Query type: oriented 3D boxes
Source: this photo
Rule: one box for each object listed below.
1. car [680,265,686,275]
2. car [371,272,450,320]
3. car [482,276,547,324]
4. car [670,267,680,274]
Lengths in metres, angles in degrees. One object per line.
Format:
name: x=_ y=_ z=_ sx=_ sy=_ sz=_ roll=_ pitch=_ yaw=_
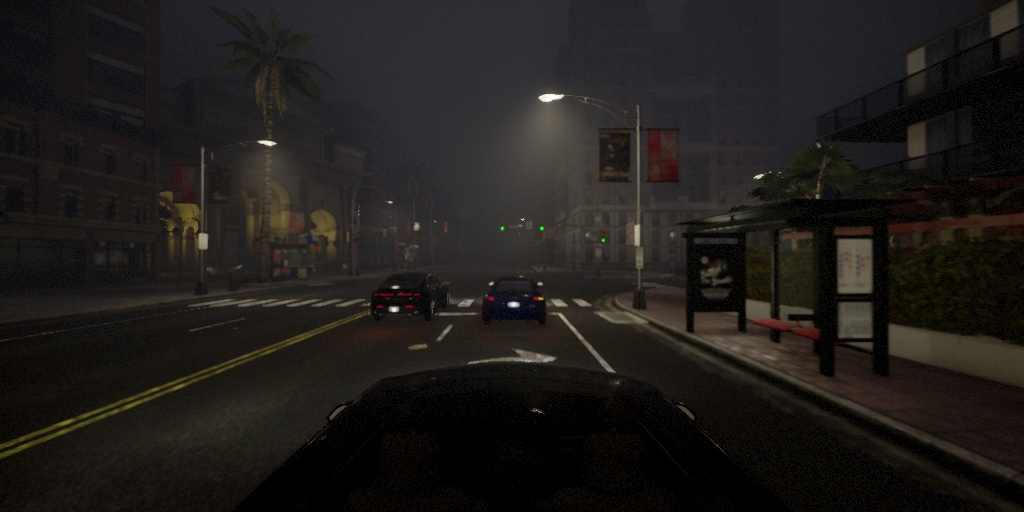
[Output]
car: x=21.944 y=1.175 z=39.108 sx=5.566 sy=2.045 sz=2.150 roll=0 pitch=0 yaw=-1
car: x=-3.465 y=1.318 z=12.935 sx=1.837 sy=1.490 sz=4.892 roll=0 pitch=0 yaw=0
car: x=0.132 y=1.372 z=12.285 sx=1.994 sy=1.385 sz=4.181 roll=0 pitch=0 yaw=2
car: x=21.767 y=1.520 z=42.605 sx=5.357 sy=1.411 sz=2.033 roll=0 pitch=0 yaw=-1
